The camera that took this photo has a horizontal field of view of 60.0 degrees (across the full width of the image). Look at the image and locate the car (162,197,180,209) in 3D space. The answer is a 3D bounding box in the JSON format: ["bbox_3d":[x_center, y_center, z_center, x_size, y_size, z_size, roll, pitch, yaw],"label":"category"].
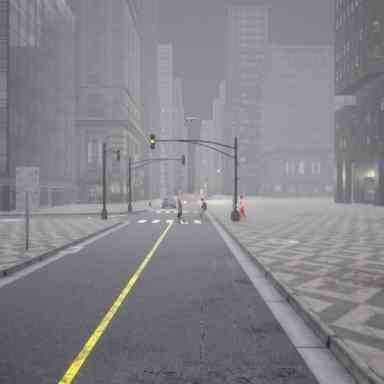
[{"bbox_3d":[-3.095,1.523,45.966,1.837,1.490,4.892,0,0,0],"label":"car"}]

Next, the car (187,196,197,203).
[{"bbox_3d":[-0.004,1.517,69.632,1.882,1.535,5.008,0,0,0],"label":"car"}]

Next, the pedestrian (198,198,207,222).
[{"bbox_3d":[0.810,1.303,24.403,0.375,1.860,0.375,0,0,0],"label":"pedestrian"}]

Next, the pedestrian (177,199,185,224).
[{"bbox_3d":[-0.836,1.303,23.175,0.375,1.860,0.375,0,0,0],"label":"pedestrian"}]

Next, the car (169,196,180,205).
[{"bbox_3d":[-3.076,1.555,59.796,1.812,1.442,4.674,0,0,0],"label":"car"}]

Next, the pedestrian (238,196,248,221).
[{"bbox_3d":[3.592,1.150,23.775,0.375,1.860,0.375,0,0,0],"label":"pedestrian"}]
